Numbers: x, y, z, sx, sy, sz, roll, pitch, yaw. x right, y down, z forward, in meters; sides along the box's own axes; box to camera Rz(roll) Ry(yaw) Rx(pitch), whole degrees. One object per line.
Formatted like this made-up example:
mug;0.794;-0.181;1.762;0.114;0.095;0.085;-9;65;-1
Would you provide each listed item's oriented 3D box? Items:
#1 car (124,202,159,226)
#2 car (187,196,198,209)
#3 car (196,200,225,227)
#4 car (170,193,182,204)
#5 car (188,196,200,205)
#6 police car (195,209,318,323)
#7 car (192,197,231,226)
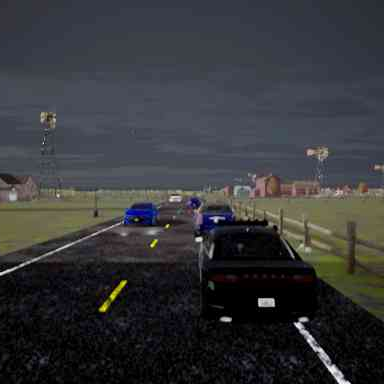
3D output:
car;-3.442;1.458;23.257;1.882;1.535;5.008;0;0;0
car;0.337;1.510;45.322;1.812;1.442;4.674;0;0;1
car;1.208;1.437;23.546;1.801;1.575;5.366;0;0;0
car;-3.118;1.227;64.889;2.150;2.045;5.566;0;0;1
car;0.396;1.493;61.975;2.128;1.511;4.902;0;0;0
police car;1.108;1.416;7.466;1.930;1.638;5.238;0;0;0
car;1.168;1.335;17.327;2.097;1.767;4.553;0;0;0
